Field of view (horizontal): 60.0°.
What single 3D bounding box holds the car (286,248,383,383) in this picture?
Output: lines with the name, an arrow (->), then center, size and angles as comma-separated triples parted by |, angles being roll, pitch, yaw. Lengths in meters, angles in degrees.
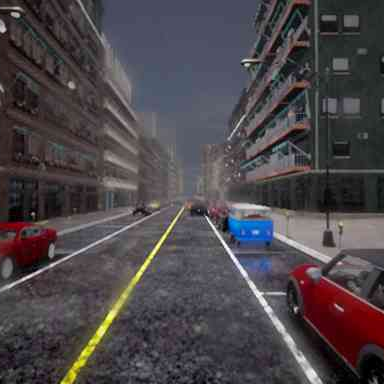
car -> 2.692, 1.487, 4.587 | 1.967, 1.590, 4.097 | 0, -1, 0

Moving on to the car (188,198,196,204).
car -> -0.017, 2.349, 88.479 | 1.895, 1.301, 4.718 | 0, -1, 0

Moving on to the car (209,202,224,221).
car -> 2.687, 1.813, 27.130 | 1.887, 1.381, 4.507 | 0, -1, 0

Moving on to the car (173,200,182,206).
car -> -3.014, 2.278, 70.977 | 1.895, 1.301, 4.718 | 0, -1, 0

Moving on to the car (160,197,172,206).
car -> -5.701, 2.012, 72.224 | 2.192, 1.841, 5.009 | 0, -1, 0

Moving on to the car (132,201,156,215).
car -> -5.696, 1.943, 38.403 | 1.947, 1.339, 4.313 | 0, -1, 0

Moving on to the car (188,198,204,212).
car -> 0.607, 1.824, 47.937 | 2.097, 1.767, 4.553 | 0, -1, 4

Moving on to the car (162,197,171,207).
car -> -5.701, 2.084, 66.587 | 1.967, 1.590, 4.097 | 0, -1, 0

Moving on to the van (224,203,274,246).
van -> 2.690, 1.499, 15.860 | 1.690, 1.788, 3.998 | 0, -1, 0

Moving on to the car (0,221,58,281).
car -> -5.690, 1.647, 10.223 | 1.887, 1.381, 4.507 | 0, -1, 0

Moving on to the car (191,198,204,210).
car -> 0.846, 1.879, 53.875 | 2.097, 1.767, 4.553 | 0, 0, 0

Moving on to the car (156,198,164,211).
car -> -5.698, 2.008, 49.507 | 1.752, 1.417, 4.829 | 0, -1, 0

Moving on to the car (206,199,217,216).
car -> 2.686, 1.763, 32.768 | 1.967, 1.590, 4.097 | 0, -1, 0

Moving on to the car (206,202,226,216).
car -> 2.685, 1.928, 38.402 | 2.008, 1.369, 4.403 | 0, -1, 0

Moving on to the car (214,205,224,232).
car -> 2.688, 1.779, 21.494 | 1.947, 1.339, 4.313 | 0, -1, 0

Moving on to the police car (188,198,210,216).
police car -> 0.756, 1.797, 38.016 | 1.930, 1.638, 5.238 | 0, 0, 0

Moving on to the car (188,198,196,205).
car -> -0.013, 2.092, 73.452 | 1.882, 1.535, 5.008 | 0, -1, 0
